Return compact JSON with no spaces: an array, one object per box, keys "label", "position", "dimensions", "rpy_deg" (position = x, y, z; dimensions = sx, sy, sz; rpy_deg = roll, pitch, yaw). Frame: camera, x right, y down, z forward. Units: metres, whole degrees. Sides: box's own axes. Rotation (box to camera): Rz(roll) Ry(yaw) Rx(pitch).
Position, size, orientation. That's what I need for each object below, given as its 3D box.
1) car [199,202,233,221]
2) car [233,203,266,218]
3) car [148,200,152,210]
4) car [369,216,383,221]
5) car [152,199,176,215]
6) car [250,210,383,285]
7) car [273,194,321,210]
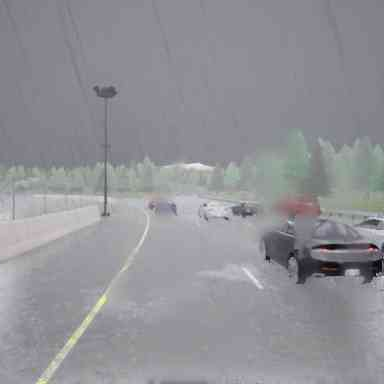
[{"label":"car","position":[1.717,1.525,27.409],"dimensions":[1.812,1.442,4.674],"rpy_deg":[0,0,-7]},{"label":"car","position":[4.931,1.600,29.836],"dimensions":[1.895,1.301,4.718],"rpy_deg":[0,0,-8]},{"label":"car","position":[-4.601,1.600,43.429],"dimensions":[1.895,1.301,4.718],"rpy_deg":[0,0,-12]},{"label":"car","position":[6.726,1.525,11.339],"dimensions":[1.812,1.442,4.674],"rpy_deg":[0,0,-3]},{"label":"car","position":[-2.707,1.477,33.363],"dimensions":[1.882,1.535,5.008],"rpy_deg":[0,0,-9]},{"label":"car","position":[3.309,1.491,9.486],"dimensions":[2.128,1.511,4.902],"rpy_deg":[0,0,-2]},{"label":"car","position":[8.715,1.221,28.058],"dimensions":[2.150,2.045,5.566],"rpy_deg":[0,0,-7]}]
